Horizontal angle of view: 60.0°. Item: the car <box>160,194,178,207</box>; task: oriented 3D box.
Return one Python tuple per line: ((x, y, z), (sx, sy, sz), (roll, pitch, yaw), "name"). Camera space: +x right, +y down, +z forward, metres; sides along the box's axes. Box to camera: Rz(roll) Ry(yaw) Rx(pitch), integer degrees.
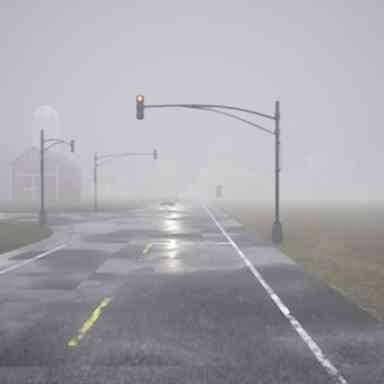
((-3.476, 1.345, 47.870), (1.882, 1.535, 5.008), (0, 2, 0), "car")
